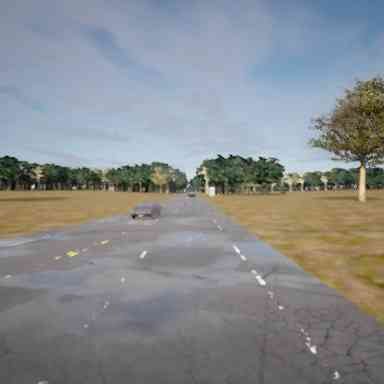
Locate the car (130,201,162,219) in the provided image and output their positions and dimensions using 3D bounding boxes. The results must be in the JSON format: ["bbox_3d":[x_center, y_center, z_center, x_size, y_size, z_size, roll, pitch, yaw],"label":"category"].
[{"bbox_3d":[-3.810,1.498,28.786,2.033,1.411,5.357,0,0,5],"label":"car"}]
